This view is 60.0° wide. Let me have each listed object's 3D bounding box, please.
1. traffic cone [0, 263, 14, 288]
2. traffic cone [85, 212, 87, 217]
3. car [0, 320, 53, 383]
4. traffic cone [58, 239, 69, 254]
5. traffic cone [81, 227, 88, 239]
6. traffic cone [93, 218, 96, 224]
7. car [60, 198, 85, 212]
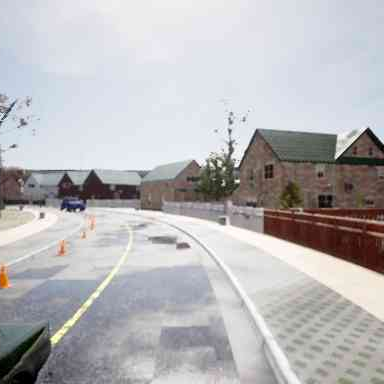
[{"bbox_3d":[-4.713,2.075,8.327,0.340,0.580,0.340,0,-1,-3],"label":"traffic cone"},{"bbox_3d":[-11.573,2.437,36.353,0.340,0.580,0.340,1,-1,-25],"label":"traffic cone"},{"bbox_3d":[-2.472,1.625,1.487,1.895,1.301,4.718,0,-1,-1],"label":"car"},{"bbox_3d":[-5.090,2.140,13.151,0.340,0.580,0.340,0,-1,-6],"label":"traffic cone"},{"bbox_3d":[-5.779,2.203,17.940,0.340,0.580,0.340,0,-1,-10],"label":"traffic cone"},{"bbox_3d":[-6.774,2.264,22.675,0.340,0.580,0.340,0,-1,-14],"label":"traffic cone"},{"bbox_3d":[-17.753,1.864,49.247,2.150,2.045,5.566,1,-1,-39],"label":"car"}]
